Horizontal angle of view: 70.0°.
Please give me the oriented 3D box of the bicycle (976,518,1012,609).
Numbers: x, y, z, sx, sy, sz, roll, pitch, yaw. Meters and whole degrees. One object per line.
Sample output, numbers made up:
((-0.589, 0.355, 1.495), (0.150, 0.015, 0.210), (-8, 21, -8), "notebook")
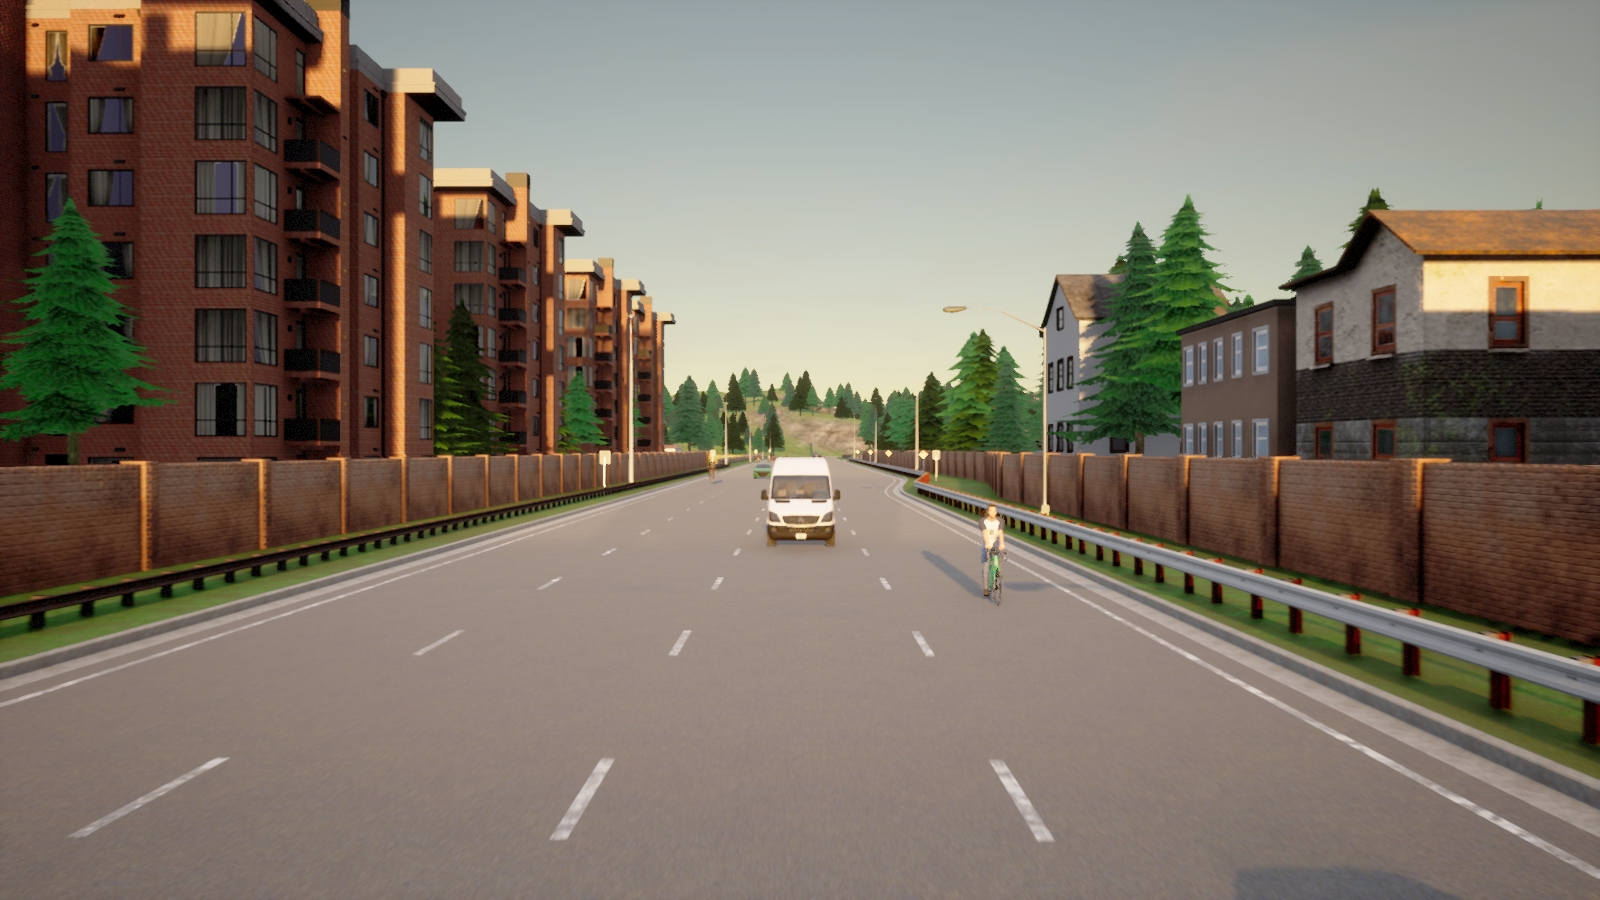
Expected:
((3.524, 2.041, 20.861), (0.373, 1.496, 1.643), (0, 0, 0), "bicycle")

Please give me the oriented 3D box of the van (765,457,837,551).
((0.029, 1.511, 34.606), (1.988, 2.561, 5.915), (0, 0, 0), "van")
